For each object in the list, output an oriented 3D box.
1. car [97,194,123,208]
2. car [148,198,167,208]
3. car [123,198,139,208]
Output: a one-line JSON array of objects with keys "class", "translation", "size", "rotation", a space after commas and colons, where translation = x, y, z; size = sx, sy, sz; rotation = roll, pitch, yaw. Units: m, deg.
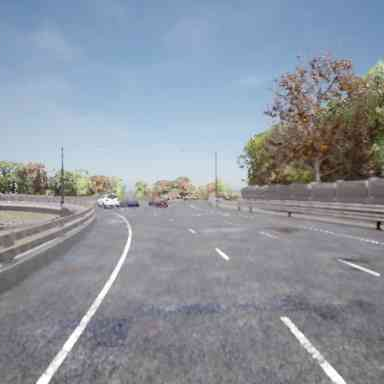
[{"class": "car", "translation": [-12.666, 1.374, 50.189], "size": [2.150, 2.045, 5.566], "rotation": [0, 0, -28]}, {"class": "car", "translation": [-5.287, 1.591, 51.048], "size": [1.812, 1.442, 4.674], "rotation": [0, 0, -27]}, {"class": "car", "translation": [-9.817, 1.682, 52.082], "size": [1.994, 1.385, 4.181], "rotation": [-1, 0, -28]}]
